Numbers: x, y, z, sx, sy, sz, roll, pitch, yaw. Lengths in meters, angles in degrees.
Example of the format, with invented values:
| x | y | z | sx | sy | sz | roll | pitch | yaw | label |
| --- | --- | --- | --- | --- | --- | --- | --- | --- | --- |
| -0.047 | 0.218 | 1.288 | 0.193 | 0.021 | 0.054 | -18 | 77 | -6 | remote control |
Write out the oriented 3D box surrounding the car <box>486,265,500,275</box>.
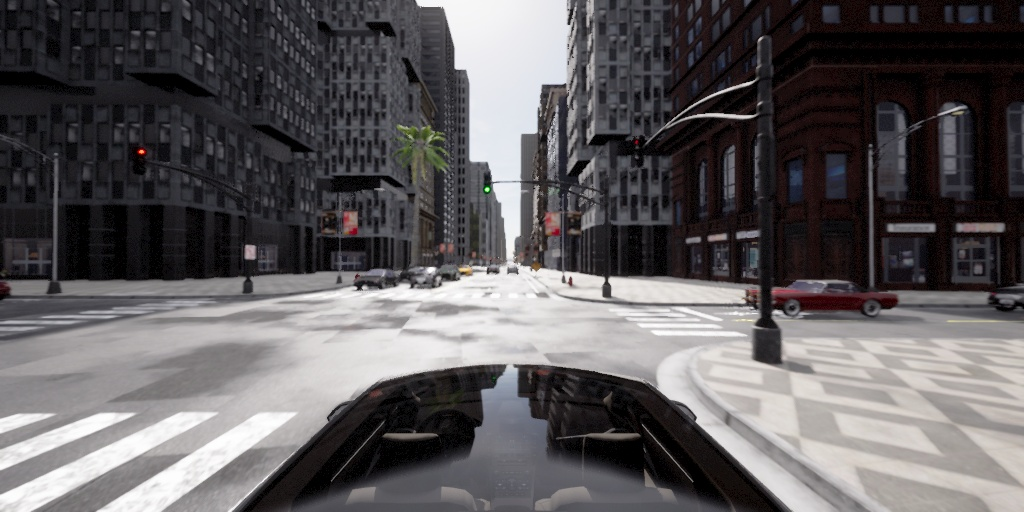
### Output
| x | y | z | sx | sy | sz | roll | pitch | yaw | label |
| --- | --- | --- | --- | --- | --- | --- | --- | --- | --- |
| -3.150 | 2.251 | 58.316 | 1.837 | 1.490 | 4.892 | 0 | -1 | 0 | car |

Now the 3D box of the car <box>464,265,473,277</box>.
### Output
| x | y | z | sx | sy | sz | roll | pitch | yaw | label |
| --- | --- | --- | --- | --- | --- | --- | --- | --- | --- |
| -6.588 | 2.033 | 49.655 | 1.882 | 1.535 | 5.008 | 0 | -1 | 0 | car |

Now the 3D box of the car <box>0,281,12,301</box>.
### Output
| x | y | z | sx | sy | sz | roll | pitch | yaw | label |
| --- | --- | --- | --- | --- | --- | --- | --- | --- | --- |
| -25.068 | 1.435 | 15.926 | 4.207 | 1.307 | 1.802 | 0 | 0 | -1 | car |

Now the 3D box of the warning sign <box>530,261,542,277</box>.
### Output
| x | y | z | sx | sy | sz | roll | pitch | yaw | label |
| --- | --- | --- | --- | --- | --- | --- | --- | --- | --- |
| 2.849 | 1.513 | 42.010 | 1.300 | 1.860 | 1.060 | 0 | 0 | 0 | warning sign |

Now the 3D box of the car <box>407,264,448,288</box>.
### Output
| x | y | z | sx | sy | sz | roll | pitch | yaw | label |
| --- | --- | --- | --- | --- | --- | --- | --- | --- | --- |
| -6.614 | 1.637 | 28.074 | 2.128 | 1.511 | 4.902 | 0 | -1 | -2 | car |

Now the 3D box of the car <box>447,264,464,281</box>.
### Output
| x | y | z | sx | sy | sz | roll | pitch | yaw | label |
| --- | --- | --- | --- | --- | --- | --- | --- | --- | --- |
| -6.598 | 1.659 | 37.171 | 2.097 | 1.767 | 4.553 | 0 | -1 | 0 | car |

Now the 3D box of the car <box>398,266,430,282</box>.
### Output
| x | y | z | sx | sy | sz | roll | pitch | yaw | label |
| --- | --- | --- | --- | --- | --- | --- | --- | --- | --- |
| -9.851 | 1.772 | 36.492 | 1.882 | 1.535 | 5.008 | 0 | -1 | 0 | car |

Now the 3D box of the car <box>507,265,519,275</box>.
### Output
| x | y | z | sx | sy | sz | roll | pitch | yaw | label |
| --- | --- | --- | --- | --- | --- | --- | --- | --- | --- |
| 0.104 | 2.233 | 58.077 | 2.128 | 1.511 | 4.902 | 0 | -1 | 0 | car |

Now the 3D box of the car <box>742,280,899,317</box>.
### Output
| x | y | z | sx | sy | sz | roll | pitch | yaw | label |
| --- | --- | --- | --- | --- | --- | --- | --- | --- | --- |
| 11.724 | 1.587 | 13.907 | 4.718 | 1.301 | 1.895 | 0 | -1 | 0 | car |

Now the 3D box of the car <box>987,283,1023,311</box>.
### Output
| x | y | z | sx | sy | sz | roll | pitch | yaw | label |
| --- | --- | --- | --- | --- | --- | --- | --- | --- | --- |
| 21.623 | 1.522 | 13.901 | 4.902 | 1.511 | 2.128 | 0 | -1 | 0 | car |

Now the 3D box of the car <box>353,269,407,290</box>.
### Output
| x | y | z | sx | sy | sz | roll | pitch | yaw | label |
| --- | --- | --- | --- | --- | --- | --- | --- | --- | --- |
| -9.852 | 1.670 | 26.681 | 2.033 | 1.411 | 5.357 | 0 | -1 | 0 | car |
